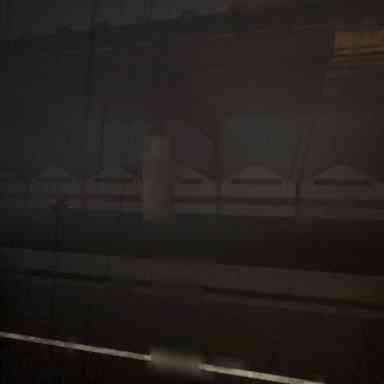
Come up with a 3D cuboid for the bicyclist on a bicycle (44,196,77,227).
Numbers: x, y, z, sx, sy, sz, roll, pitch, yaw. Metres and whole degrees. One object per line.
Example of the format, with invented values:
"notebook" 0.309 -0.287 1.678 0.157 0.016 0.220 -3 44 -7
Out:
"bicyclist on a bicycle" -6.855 1.038 17.478 1.656 1.620 0.582 1 0 -30
